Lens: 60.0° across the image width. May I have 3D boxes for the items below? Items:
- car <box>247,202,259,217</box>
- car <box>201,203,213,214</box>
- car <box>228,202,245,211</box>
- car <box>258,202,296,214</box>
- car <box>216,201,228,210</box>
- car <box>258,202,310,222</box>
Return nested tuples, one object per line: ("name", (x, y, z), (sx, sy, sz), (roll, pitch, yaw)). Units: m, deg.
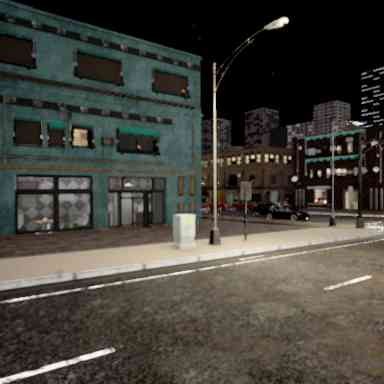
("car", (8.371, 1.909, 35.138), (1.812, 1.442, 4.674), (0, 0, -36))
("car", (0.598, 1.949, 41.549), (1.967, 1.590, 4.097), (-1, 0, -35))
("car", (7.429, 2.043, 46.408), (1.802, 1.307, 4.206), (-1, 0, -35))
("car", (10.637, 1.949, 41.897), (2.008, 1.369, 4.403), (-1, 0, -35))
("car", (4.222, 2.105, 50.918), (1.802, 1.307, 4.206), (-1, 0, -35))
("car", (8.544, 1.917, 30.171), (1.947, 1.339, 4.313), (-1, 0, -35))
